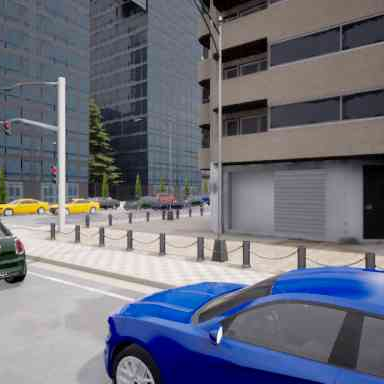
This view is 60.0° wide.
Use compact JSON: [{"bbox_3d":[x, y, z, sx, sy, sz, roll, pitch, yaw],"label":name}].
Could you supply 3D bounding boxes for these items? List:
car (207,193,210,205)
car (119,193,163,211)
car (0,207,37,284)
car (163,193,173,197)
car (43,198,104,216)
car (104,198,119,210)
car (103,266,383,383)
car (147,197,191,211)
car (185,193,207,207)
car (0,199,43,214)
[{"bbox_3d":[1.127,1.166,55.958,2.150,2.045,5.566,0,0,36],"label":"car"},{"bbox_3d":[-6.095,1.296,40.064,2.097,1.767,4.553,0,0,36],"label":"car"},{"bbox_3d":[-6.212,1.352,8.415,4.553,1.767,2.097,0,0,36],"label":"car"},{"bbox_3d":[-4.896,1.166,47.689,2.150,2.045,5.566,0,0,35],"label":"car"},{"bbox_3d":[-11.465,1.422,32.645,1.882,1.535,5.008,0,0,36],"label":"car"},{"bbox_3d":[-10.807,1.436,39.524,2.128,1.511,4.902,0,0,36],"label":"car"},{"bbox_3d":[1.287,1.478,3.073,5.008,1.535,1.882,0,0,36],"label":"car"},{"bbox_3d":[-2.567,1.545,38.630,1.895,1.301,4.718,0,0,36],"label":"car"},{"bbox_3d":[-0.288,1.296,48.073,2.097,1.767,4.553,0,0,36],"label":"car"},{"bbox_3d":[-16.321,1.422,31.915,1.882,1.535,5.008,0,0,36],"label":"car"}]
